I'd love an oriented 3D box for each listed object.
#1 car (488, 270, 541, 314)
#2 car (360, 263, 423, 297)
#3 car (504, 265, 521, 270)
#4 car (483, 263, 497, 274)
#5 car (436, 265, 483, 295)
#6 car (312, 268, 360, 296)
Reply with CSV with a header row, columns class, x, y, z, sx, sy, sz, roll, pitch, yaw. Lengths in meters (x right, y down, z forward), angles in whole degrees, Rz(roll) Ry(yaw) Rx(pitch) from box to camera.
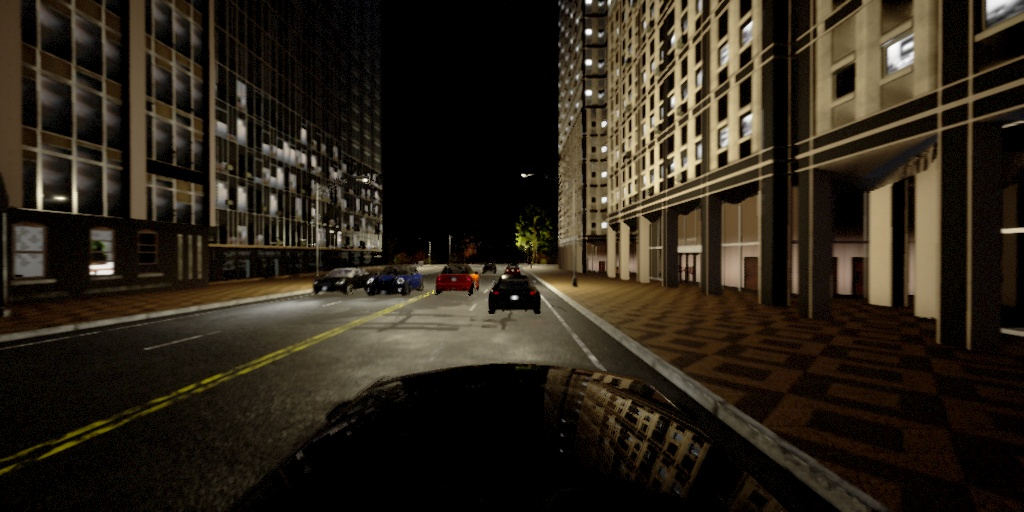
class,x,y,z,sx,sy,sz,roll,pitch,yaw
car,0.093,1.456,14.636,1.994,1.385,4.181,0,-1,0
car,-6.600,1.312,20.599,2.097,1.767,4.553,0,-1,0
car,0.091,1.740,43.149,2.033,1.411,5.357,0,-1,0
car,-3.161,1.771,51.327,2.128,1.511,4.902,0,-1,0
car,-3.154,1.320,21.571,2.097,1.767,4.553,0,-1,0
car,-9.851,1.461,21.307,2.128,1.511,4.902,0,-1,0
